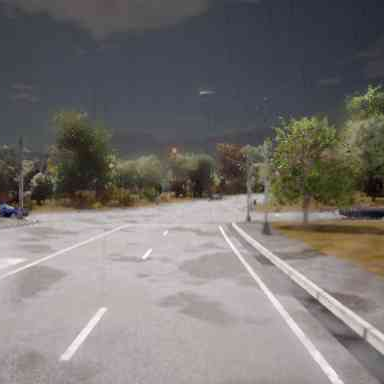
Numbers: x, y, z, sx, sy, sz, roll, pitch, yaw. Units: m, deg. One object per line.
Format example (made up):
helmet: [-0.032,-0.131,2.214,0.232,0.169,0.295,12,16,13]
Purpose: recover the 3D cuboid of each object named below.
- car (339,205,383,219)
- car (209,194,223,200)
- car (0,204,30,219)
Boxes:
car: [16.741,1.877,31.694,4.718,1.301,1.895,-1,-1,3]
car: [6.192,1.314,86.112,2.033,1.411,5.357,0,3,28]
car: [-19.061,1.951,33.807,5.008,1.535,1.882,0,-1,3]
